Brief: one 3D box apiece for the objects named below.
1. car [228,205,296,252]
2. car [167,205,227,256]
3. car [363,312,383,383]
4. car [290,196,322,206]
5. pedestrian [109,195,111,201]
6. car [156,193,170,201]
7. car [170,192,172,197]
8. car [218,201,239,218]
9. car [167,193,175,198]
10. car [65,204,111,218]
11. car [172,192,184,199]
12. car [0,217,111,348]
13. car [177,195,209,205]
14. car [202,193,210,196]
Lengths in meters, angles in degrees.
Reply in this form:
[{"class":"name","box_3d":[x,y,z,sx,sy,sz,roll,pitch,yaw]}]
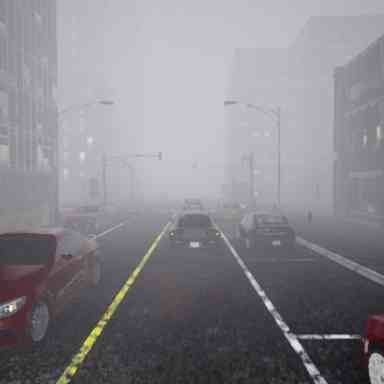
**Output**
[{"class":"car","box_3d":[2.802,1.438,13.214,2.008,1.369,4.403,-1,0,0]},{"class":"car","box_3d":[0.088,1.418,12.513,1.812,1.442,4.674,0,1,0]},{"class":"car","box_3d":[2.745,1.527,1.926,1.887,1.381,4.507,-1,0,0]},{"class":"car","box_3d":[16.294,1.231,47.641,4.403,1.369,2.008,0,1,1]},{"class":"pedestrian","box_3d":[-12.570,0.782,50.969,0.375,1.300,0.375,0,1,1]},{"class":"car","box_3d":[-5.728,1.004,62.282,1.752,1.417,4.829,-1,0,0]},{"class":"car","box_3d":[-5.730,0.997,68.107,1.947,1.339,4.313,-1,0,0]},{"class":"car","box_3d":[2.796,1.316,24.672,1.752,1.417,4.829,-1,0,0]},{"class":"car","box_3d":[-5.739,0.827,90.724,1.802,1.307,4.206,-1,0,0]},{"class":"car","box_3d":[-5.840,1.384,18.912,1.887,1.381,4.507,-1,0,0]},{"class":"car","box_3d":[-3.034,0.859,81.675,2.033,1.411,5.357,0,0,0]},{"class":"car","box_3d":[-3.089,1.471,6.341,1.812,1.442,4.674,0,0,0]},{"class":"car","box_3d":[0.082,1.255,27.811,2.128,1.511,4.902,0,0,0]},{"class":"car","box_3d":[2.649,0.981,68.110,2.008,1.369,4.403,-1,0,0]}]
